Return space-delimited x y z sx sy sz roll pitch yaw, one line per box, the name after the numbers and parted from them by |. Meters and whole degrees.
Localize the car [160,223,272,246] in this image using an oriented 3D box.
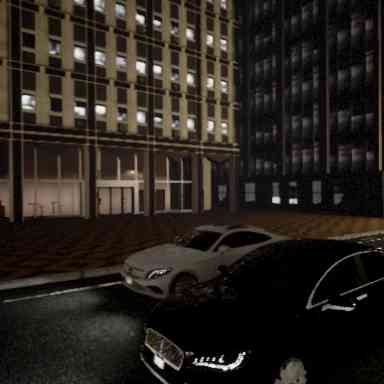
0.620 1.533 8.117 4.674 1.442 1.812 0 0 -35 | car

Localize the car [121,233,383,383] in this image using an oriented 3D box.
1.636 1.511 4.851 4.892 1.490 1.837 0 0 -35 | car
